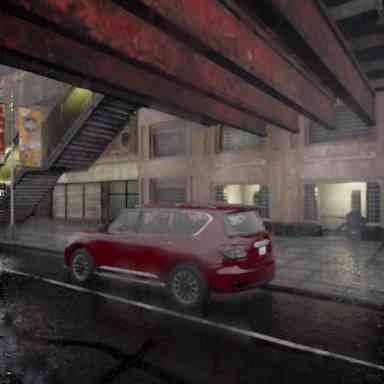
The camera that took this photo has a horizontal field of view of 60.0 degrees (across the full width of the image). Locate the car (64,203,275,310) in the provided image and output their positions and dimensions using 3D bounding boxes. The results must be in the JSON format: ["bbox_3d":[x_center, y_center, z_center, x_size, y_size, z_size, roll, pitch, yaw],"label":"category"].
[{"bbox_3d":[-0.782,1.295,8.210,5.566,2.045,2.435,-1,-1,35],"label":"car"}]
